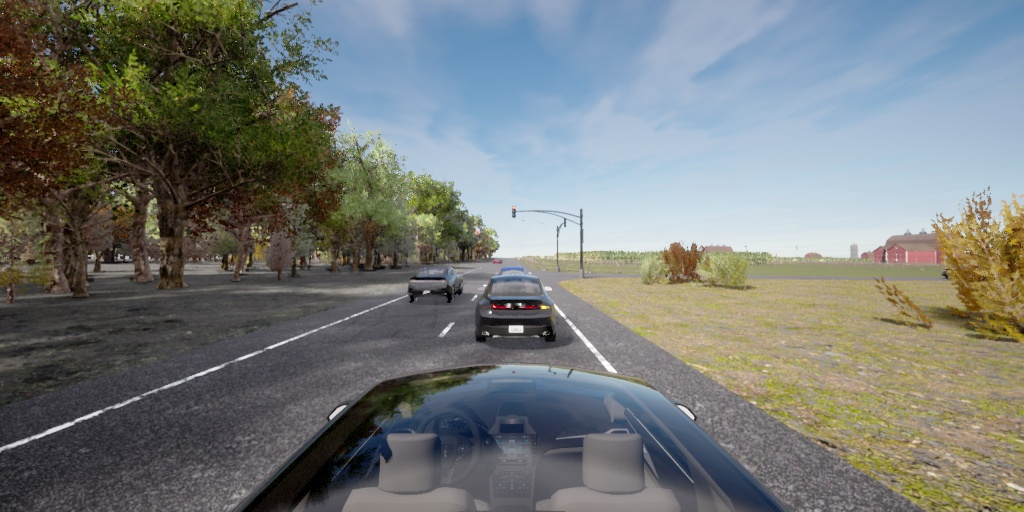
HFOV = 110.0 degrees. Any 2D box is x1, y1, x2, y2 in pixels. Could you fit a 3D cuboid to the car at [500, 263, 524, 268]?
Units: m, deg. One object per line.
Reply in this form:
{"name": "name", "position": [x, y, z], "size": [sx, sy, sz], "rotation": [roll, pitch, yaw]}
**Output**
{"name": "car", "position": [0.069, 1.276, 19.021], "size": [1.812, 1.442, 4.674], "rotation": [0, 0, 0]}

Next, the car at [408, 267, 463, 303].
{"name": "car", "position": [-3.440, 1.241, 16.829], "size": [2.128, 1.511, 4.902], "rotation": [0, 0, 0]}

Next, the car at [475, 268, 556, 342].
{"name": "car", "position": [0.078, 1.255, 9.773], "size": [1.837, 1.490, 4.892], "rotation": [0, 0, 0]}

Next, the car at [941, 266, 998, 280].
{"name": "car", "position": [48.419, 1.761, 37.793], "size": [4.902, 1.511, 2.128], "rotation": [1, -1, 0]}
